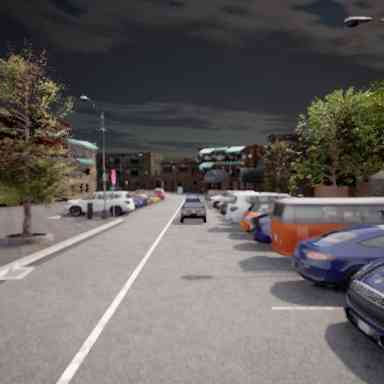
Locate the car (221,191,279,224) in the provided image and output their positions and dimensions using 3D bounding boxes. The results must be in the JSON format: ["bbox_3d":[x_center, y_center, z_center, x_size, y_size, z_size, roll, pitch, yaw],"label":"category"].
[{"bbox_3d":[4.676,1.071,18.684,5.566,2.045,2.435,0,0,0],"label":"car"}]

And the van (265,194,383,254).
[{"bbox_3d":[4.766,1.167,10.302,4.442,1.987,1.878,0,0,0],"label":"van"}]

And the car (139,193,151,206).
[{"bbox_3d":[-7.712,1.175,39.868,4.792,1.488,2.163,0,0,0],"label":"car"}]

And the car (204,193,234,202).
[{"bbox_3d":[4.640,0.963,57.807,4.892,1.521,2.231,0,2,0],"label":"car"}]

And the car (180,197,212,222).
[{"bbox_3d":[0.099,1.343,24.245,2.033,1.411,5.357,0,0,0],"label":"car"}]

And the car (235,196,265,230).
[{"bbox_3d":[4.618,1.220,15.890,4.553,1.767,2.185,0,0,0],"label":"car"}]

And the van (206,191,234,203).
[{"bbox_3d":[4.530,0.787,54.996,4.442,1.987,1.878,0,1,0],"label":"van"}]

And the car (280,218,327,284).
[{"bbox_3d":[4.647,1.456,7.511,4.674,1.452,2.002,0,0,0],"label":"car"}]

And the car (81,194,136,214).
[{"bbox_3d":[-7.651,1.095,30.926,4.553,1.767,2.185,0,0,0],"label":"car"}]

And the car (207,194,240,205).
[{"bbox_3d":[4.649,1.105,49.415,4.674,1.452,2.002,0,0,0],"label":"car"}]

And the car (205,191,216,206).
[{"bbox_3d":[4.619,0.907,38.237,5.566,2.045,2.435,0,0,0],"label":"car"}]

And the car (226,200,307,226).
[{"bbox_3d":[4.678,1.329,21.478,4.792,1.488,2.163,0,0,0],"label":"car"}]

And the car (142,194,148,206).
[{"bbox_3d":[-7.679,1.210,36.929,4.674,1.452,2.002,0,0,0],"label":"car"}]

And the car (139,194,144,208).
[{"bbox_3d":[-7.679,1.236,33.866,4.674,1.452,2.002,0,0,0],"label":"car"}]

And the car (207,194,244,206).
[{"bbox_3d":[4.641,1.089,46.745,4.892,1.521,2.231,0,0,0],"label":"car"}]

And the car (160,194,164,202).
[{"bbox_3d":[-7.498,1.044,51.620,5.366,1.575,1.946,0,0,0],"label":"car"}]

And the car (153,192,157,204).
[{"bbox_3d":[-7.689,1.099,45.618,4.892,1.521,2.231,0,0,0],"label":"car"}]

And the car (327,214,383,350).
[{"bbox_3d":[4.680,1.314,4.717,4.553,1.767,2.185,0,0,0],"label":"car"}]

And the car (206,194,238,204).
[{"bbox_3d":[4.653,1.043,52.205,4.892,1.521,2.231,0,1,0],"label":"car"}]

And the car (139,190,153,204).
[{"bbox_3d":[-7.714,0.995,42.804,4.553,1.767,2.185,0,0,0],"label":"car"}]

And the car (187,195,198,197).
[{"bbox_3d":[0.097,1.127,41.770,1.882,1.535,5.008,0,0,0],"label":"car"}]

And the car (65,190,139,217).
[{"bbox_3d":[-7.710,0.993,28.113,5.566,2.045,2.435,0,0,0],"label":"car"}]

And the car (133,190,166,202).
[{"bbox_3d":[-7.655,0.648,60.331,5.566,2.045,2.435,0,1,0],"label":"car"}]

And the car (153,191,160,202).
[{"bbox_3d":[-7.868,1.069,48.681,5.366,1.575,1.946,0,0,0],"label":"car"}]

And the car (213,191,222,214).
[{"bbox_3d":[4.679,1.079,32.776,4.553,1.767,2.185,0,0,0],"label":"car"}]

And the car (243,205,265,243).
[{"bbox_3d":[4.677,1.399,13.100,4.792,1.488,2.163,0,0,0],"label":"car"}]
